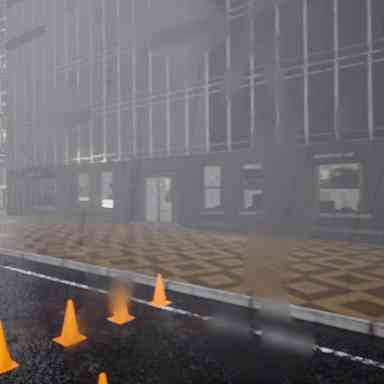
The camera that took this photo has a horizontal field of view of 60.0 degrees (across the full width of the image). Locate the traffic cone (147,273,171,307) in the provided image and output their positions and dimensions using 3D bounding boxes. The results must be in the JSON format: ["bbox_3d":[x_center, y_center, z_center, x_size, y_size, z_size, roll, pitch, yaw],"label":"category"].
[{"bbox_3d":[-0.650,1.917,6.606,0.340,0.580,0.340,1,0,36],"label":"traffic cone"}]

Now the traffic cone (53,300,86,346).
[{"bbox_3d":[-1.832,1.918,4.993,0.340,0.580,0.340,1,0,36],"label":"traffic cone"}]

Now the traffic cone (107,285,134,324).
[{"bbox_3d":[-1.241,1.918,5.799,0.340,0.580,0.340,1,0,36],"label":"traffic cone"}]

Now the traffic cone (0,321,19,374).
[{"bbox_3d":[-2.423,1.918,4.186,0.340,0.580,0.340,1,0,36],"label":"traffic cone"}]

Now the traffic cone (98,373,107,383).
[{"bbox_3d":[-0.810,1.935,3.004,0.340,0.580,0.340,1,0,36],"label":"traffic cone"}]
